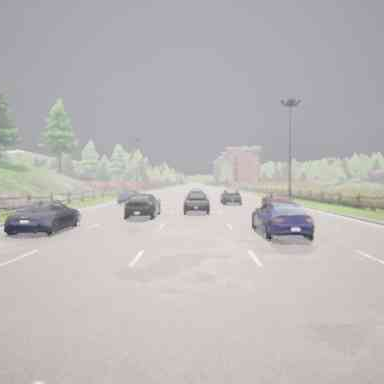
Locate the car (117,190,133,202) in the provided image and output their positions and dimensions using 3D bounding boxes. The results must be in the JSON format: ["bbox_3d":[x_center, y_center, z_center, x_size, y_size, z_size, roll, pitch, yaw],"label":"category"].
[{"bbox_3d":[-6.505,0.540,34.890,2.033,1.411,5.357,0,2,1],"label":"car"}]

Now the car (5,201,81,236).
[{"bbox_3d":[-6.726,1.116,15.426,1.994,1.385,4.181,0,2,1],"label":"car"}]

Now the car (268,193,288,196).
[{"bbox_3d":[7.430,0.761,29.145,1.895,1.301,4.718,0,2,1],"label":"car"}]

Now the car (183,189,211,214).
[{"bbox_3d":[0.356,0.776,24.815,2.128,1.511,4.902,0,2,1],"label":"car"}]

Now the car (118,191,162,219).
[{"bbox_3d":[-3.154,0.880,21.663,1.837,1.490,4.892,0,2,1],"label":"car"}]

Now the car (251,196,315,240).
[{"bbox_3d":[3.762,1.113,14.247,1.812,1.442,4.674,0,2,1],"label":"car"}]

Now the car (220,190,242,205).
[{"bbox_3d":[3.991,0.498,34.498,2.128,1.511,4.902,0,2,1],"label":"car"}]
